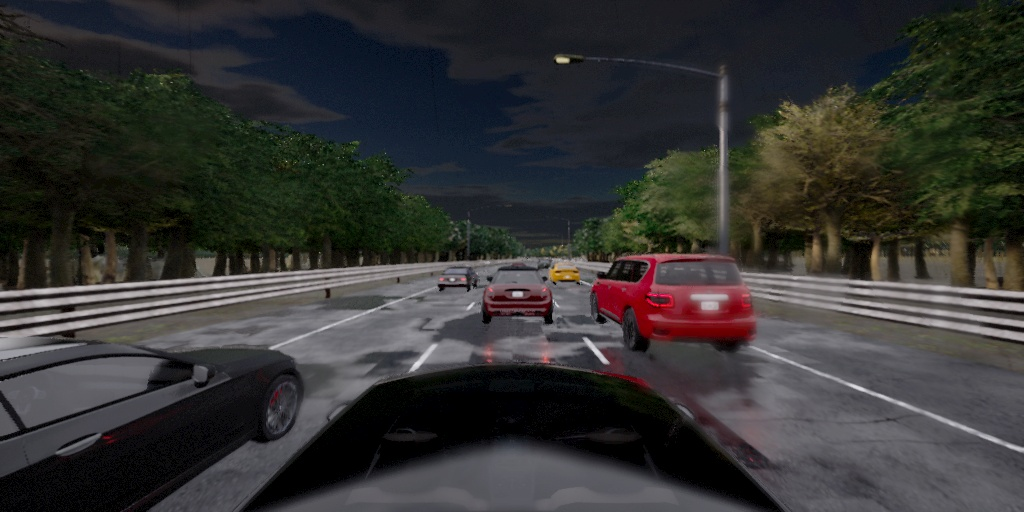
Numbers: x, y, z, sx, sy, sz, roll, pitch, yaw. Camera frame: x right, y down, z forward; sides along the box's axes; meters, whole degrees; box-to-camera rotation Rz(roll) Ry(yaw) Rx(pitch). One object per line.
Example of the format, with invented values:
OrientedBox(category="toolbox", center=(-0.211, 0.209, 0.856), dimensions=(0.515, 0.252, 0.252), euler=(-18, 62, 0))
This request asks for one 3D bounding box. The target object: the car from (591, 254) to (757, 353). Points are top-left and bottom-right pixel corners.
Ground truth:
OrientedBox(category="car", center=(3.539, 0.984, 9.051), dimensions=(2.150, 2.045, 5.566), euler=(0, 0, 0))

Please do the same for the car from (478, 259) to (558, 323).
OrientedBox(category="car", center=(0.185, 1.119, 12.359), dimensions=(2.097, 1.767, 4.553), euler=(0, 0, 1))

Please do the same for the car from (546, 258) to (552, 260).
OrientedBox(category="car", center=(5.105, 1.354, 56.815), dimensions=(2.097, 1.767, 4.553), euler=(0, 0, 3))

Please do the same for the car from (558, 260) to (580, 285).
OrientedBox(category="car", center=(3.862, 1.293, 27.033), dimensions=(1.882, 1.535, 5.008), euler=(0, 0, 2))

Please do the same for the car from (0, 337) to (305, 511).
OrientedBox(category="car", center=(-3.399, 1.275, 2.371), dimensions=(1.812, 1.442, 4.674), euler=(0, 0, 0))

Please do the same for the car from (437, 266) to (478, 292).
OrientedBox(category="car", center=(-3.167, 1.339, 21.841), dimensions=(2.033, 1.411, 5.357), euler=(0, 0, 1))
